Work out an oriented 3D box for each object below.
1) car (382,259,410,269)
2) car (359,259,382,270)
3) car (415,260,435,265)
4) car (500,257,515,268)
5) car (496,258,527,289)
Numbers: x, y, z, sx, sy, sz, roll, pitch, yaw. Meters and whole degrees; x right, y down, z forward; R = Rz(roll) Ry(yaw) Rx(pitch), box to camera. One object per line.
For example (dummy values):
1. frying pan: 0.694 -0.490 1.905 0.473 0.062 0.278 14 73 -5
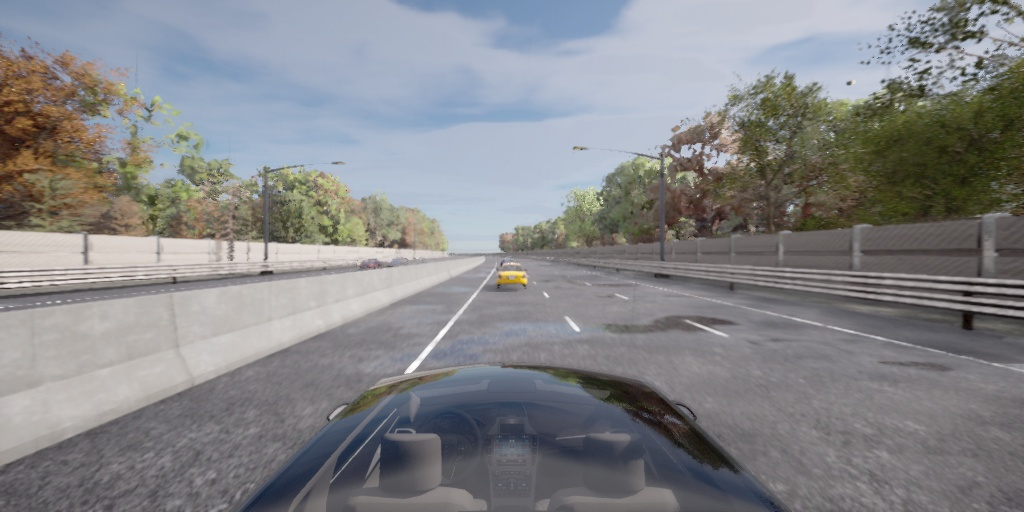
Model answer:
1. car: -14.634 1.068 46.436 2.033 1.411 5.357 0 0 -1
2. car: -18.139 1.087 46.369 1.994 1.385 4.181 0 0 -1
3. car: -11.140 1.119 46.547 1.895 1.301 4.718 0 0 -1
4. car: -0.762 0.970 55.135 2.163 1.488 4.792 0 0 -1
5. car: -0.031 1.097 22.239 1.801 1.575 5.366 0 0 -1
